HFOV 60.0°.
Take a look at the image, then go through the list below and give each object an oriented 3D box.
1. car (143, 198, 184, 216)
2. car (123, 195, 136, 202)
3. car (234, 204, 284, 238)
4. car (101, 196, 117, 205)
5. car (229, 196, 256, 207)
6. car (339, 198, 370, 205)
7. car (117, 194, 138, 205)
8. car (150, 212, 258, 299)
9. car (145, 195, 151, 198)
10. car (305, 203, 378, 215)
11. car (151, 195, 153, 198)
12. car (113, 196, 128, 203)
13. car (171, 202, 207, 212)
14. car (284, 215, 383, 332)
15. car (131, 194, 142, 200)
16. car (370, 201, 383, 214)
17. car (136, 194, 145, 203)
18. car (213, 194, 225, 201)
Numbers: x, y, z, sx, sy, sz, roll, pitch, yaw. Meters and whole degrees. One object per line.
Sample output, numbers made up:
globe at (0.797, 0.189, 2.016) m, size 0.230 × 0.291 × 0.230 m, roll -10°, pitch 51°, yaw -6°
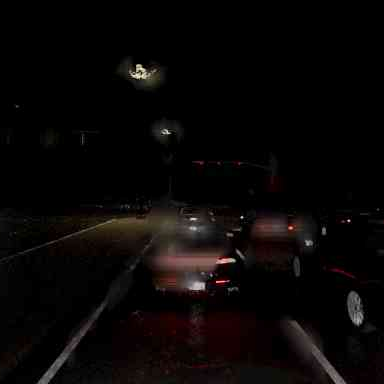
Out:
car at (-1.873, 1.548, 32.587) m, size 5.357 × 1.411 × 2.033 m, roll 0°, pitch 0°, yaw -4°
car at (-15.114, 1.525, 80.538) m, size 2.128 × 1.511 × 4.902 m, roll 0°, pitch 0°, yaw 0°
car at (3.579, 1.547, 16.469) m, size 2.033 × 1.411 × 5.357 m, roll 0°, pitch 0°, yaw 0°
car at (-15.141, 1.477, 60.657) m, size 1.882 × 1.535 × 5.008 m, roll 0°, pitch 0°, yaw 0°
car at (7.215, 1.352, 48.235) m, size 2.097 × 1.767 × 4.553 m, roll 1°, pitch 0°, yaw -25°
car at (21.674, 1.547, 43.707) m, size 5.357 × 1.411 × 2.033 m, roll 0°, pitch 0°, yaw 1°
car at (-11.681, 1.564, 60.177) m, size 1.994 × 1.385 × 4.181 m, roll 0°, pitch 0°, yaw 1°
car at (0.087, 1.491, 8.453) m, size 2.128 × 1.511 × 4.902 m, roll 0°, pitch 0°, yaw 0°
car at (-11.612, 1.524, 79.269) m, size 1.812 × 1.442 × 4.674 m, roll 0°, pitch 0°, yaw 0°
car at (7.077, 1.505, 16.935) m, size 1.837 × 1.490 × 4.892 m, roll 0°, pitch 0°, yaw 0°
car at (-11.617, 1.524, 89.676) m, size 2.128 × 1.511 × 4.902 m, roll 0°, pitch 0°, yaw 0°
car at (-15.099, 1.540, 70.435) m, size 2.033 × 1.411 × 5.357 m, roll 0°, pitch 0°, yaw 0°
car at (0.076, 1.505, 17.874) m, size 1.837 × 1.490 × 4.892 m, roll 0°, pitch 0°, yaw 0°
car at (3.590, 1.478, 6.849) m, size 1.882 × 1.535 × 5.008 m, roll 0°, pitch 0°, yaw 0°
car at (-15.109, 1.348, 90.705) m, size 2.097 × 1.767 × 4.553 m, roll 0°, pitch 0°, yaw 0°
car at (20.963, 1.502, 33.211) m, size 4.892 × 1.490 × 1.837 m, roll -1°, pitch 0°, yaw 1°
car at (-11.597, 1.500, 68.999) m, size 1.837 × 1.490 × 4.892 m, roll 0°, pitch 0°, yaw 0°
car at (6.886, 1.552, 80.521) m, size 1.994 × 1.385 × 4.181 m, roll 0°, pitch 0°, yaw 0°
